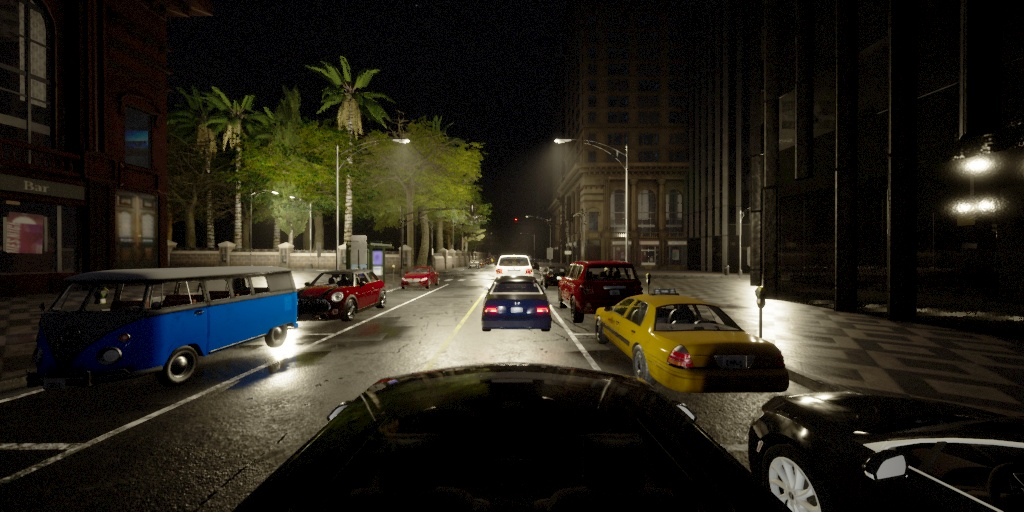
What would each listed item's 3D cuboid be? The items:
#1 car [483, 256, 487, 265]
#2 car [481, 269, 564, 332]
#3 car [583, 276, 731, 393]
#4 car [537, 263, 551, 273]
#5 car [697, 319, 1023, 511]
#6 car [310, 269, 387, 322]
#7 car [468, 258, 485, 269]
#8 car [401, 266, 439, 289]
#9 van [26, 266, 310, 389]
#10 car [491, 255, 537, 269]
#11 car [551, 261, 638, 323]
[{"bbox_3d":[-5.737,1.159,60.168,1.967,1.591,4.097,0,0,0],"label":"car"},{"bbox_3d":[0.106,1.296,10.837,2.033,1.411,5.357,0,0,0],"label":"car"},{"bbox_3d":[2.764,1.275,6.761,1.751,1.417,4.829,0,0,0],"label":"car"},{"bbox_3d":[2.772,1.310,22.867,1.948,1.339,4.313,0,0,0],"label":"car"},{"bbox_3d":[2.762,1.300,1.165,2.007,1.370,4.403,0,0,0],"label":"car"},{"bbox_3d":[-5.759,1.188,12.036,1.967,1.591,4.097,0,0,0],"label":"car"},{"bbox_3d":[-5.739,1.275,54.748,2.007,1.370,4.403,0,0,0],"label":"car"},{"bbox_3d":[-5.754,1.327,22.888,1.802,1.307,4.207,0,0,0],"label":"car"},{"bbox_3d":[-5.761,1.090,6.609,1.690,1.789,3.998,0,0,0],"label":"van"},{"bbox_3d":[0.109,0.968,21.408,2.150,2.045,5.566,0,0,0],"label":"car"},{"bbox_3d":[2.767,1.063,12.016,2.192,1.841,5.009,0,0,0],"label":"car"}]
